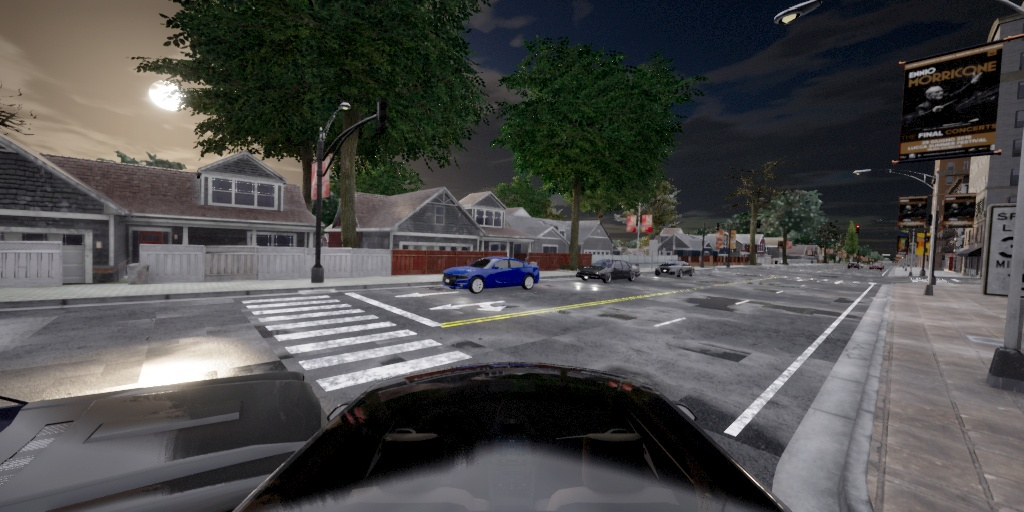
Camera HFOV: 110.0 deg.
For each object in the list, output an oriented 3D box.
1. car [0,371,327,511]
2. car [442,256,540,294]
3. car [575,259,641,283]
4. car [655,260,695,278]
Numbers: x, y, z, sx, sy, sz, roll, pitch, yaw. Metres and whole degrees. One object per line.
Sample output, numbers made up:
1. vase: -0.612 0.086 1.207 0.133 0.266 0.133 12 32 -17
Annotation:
1. car: -3.319 1.274 1.484 4.718 1.301 1.895 1 2 -33
2. car: -0.855 0.777 16.627 5.008 1.535 1.882 1 3 -43
3. car: 6.432 0.922 23.420 5.357 1.411 2.033 1 2 -43
4. car: 13.750 1.018 30.214 4.181 1.385 1.994 1 2 -43
